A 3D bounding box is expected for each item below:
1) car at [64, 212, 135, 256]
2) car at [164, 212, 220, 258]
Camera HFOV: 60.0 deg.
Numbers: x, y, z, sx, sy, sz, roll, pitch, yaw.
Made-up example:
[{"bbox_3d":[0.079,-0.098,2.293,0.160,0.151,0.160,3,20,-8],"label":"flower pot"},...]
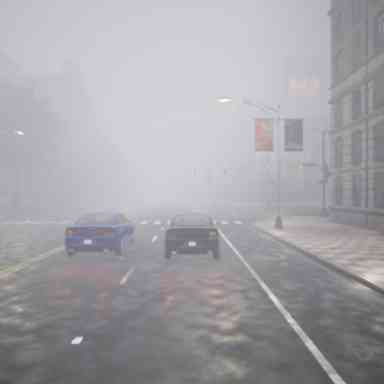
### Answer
[{"bbox_3d":[-3.497,1.525,13.422,1.882,1.535,5.008,0,-1,-2],"label":"car"},{"bbox_3d":[0.000,1.523,12.959,1.882,1.535,5.008,0,-1,0],"label":"car"}]
